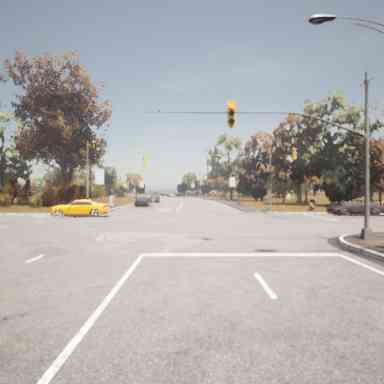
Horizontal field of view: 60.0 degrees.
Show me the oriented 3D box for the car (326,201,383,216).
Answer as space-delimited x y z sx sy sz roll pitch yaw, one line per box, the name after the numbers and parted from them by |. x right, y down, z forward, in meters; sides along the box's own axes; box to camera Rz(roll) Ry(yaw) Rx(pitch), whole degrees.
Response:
15.489 1.509 31.174 5.357 1.411 2.033 0 0 -3 | car

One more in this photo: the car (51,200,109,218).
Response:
-9.973 1.443 29.724 5.008 1.535 1.882 0 0 -3 | car

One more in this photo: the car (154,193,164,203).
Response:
-7.220 1.365 64.155 2.128 1.511 4.902 0 0 -1 | car

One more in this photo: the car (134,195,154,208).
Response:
-7.122 1.415 48.299 1.882 1.535 5.008 0 0 0 | car
